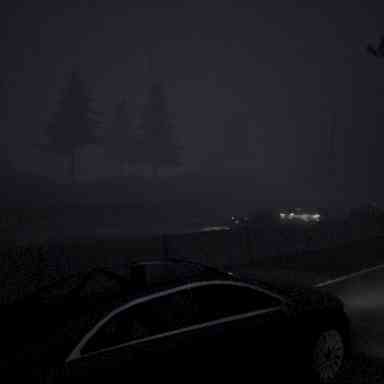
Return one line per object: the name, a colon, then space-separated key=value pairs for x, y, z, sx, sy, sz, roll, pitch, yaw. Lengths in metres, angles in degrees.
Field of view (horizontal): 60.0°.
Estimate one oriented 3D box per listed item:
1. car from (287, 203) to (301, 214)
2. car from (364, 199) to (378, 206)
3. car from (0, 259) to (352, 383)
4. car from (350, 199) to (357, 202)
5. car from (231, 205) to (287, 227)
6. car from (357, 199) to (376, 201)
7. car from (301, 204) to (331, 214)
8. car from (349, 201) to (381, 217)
car: x=14.142 y=2.197 z=45.896 sx=2.033 sy=1.411 sz=5.357 roll=-1 pitch=-1 yaw=40
car: x=40.637 y=2.285 z=75.415 sx=2.033 sy=1.411 sz=5.357 roll=-1 pitch=-1 yaw=37
car: x=-0.108 y=1.569 z=3.849 sx=4.902 sy=1.511 sz=2.128 roll=0 pitch=-1 yaw=-35
car: x=38.597 y=2.277 z=78.523 sx=1.882 sy=1.535 sz=5.008 roll=-1 pitch=-1 yaw=37
car: x=5.076 y=1.931 z=25.967 sx=4.674 sy=1.442 sz=1.812 roll=0 pitch=-1 yaw=-40
car: x=27.717 y=2.128 z=52.187 sx=1.812 sy=1.442 sz=4.674 roll=-1 pitch=-1 yaw=37
car: x=16.300 y=2.175 z=43.040 sx=1.895 sy=1.301 sz=4.718 roll=-2 pitch=-1 yaw=40
car: x=17.822 y=1.946 z=34.054 sx=2.033 sy=1.411 sz=5.357 roll=-2 pitch=-1 yaw=42
